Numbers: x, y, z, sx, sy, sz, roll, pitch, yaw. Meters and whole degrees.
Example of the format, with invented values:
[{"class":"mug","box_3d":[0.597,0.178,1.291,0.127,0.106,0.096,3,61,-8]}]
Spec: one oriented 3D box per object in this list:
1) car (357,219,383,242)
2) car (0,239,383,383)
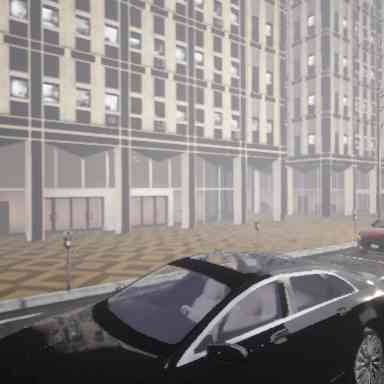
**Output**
[{"class":"car","box_3d":[7.760,1.511,12.100,4.507,1.381,1.887,0,0,-36]},{"class":"car","box_3d":[0.296,1.486,3.588,4.902,1.511,2.128,0,0,-35]}]
